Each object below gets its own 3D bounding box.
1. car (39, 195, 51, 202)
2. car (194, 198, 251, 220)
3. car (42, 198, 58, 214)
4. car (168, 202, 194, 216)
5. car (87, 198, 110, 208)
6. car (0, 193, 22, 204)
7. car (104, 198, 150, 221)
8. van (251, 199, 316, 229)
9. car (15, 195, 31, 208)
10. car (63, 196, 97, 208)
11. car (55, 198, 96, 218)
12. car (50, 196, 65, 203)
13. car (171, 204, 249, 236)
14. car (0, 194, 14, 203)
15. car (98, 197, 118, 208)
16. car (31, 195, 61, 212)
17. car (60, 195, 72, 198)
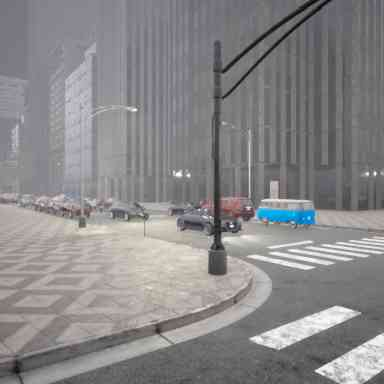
[{"bbox_3d":[-33.981,1.483,76.733,1.752,1.417,4.829,0,0,-35],"label":"car"},{"bbox_3d":[2.769,1.352,26.495,2.192,1.841,5.009,0,0,-36],"label":"car"},{"bbox_3d":[-14.117,1.606,35.135,1.802,1.307,4.206,0,0,-36],"label":"car"},{"bbox_3d":[-0.561,1.600,31.047,1.947,1.339,4.313,0,0,-36],"label":"car"},{"bbox_3d":[-13.884,1.602,49.254,1.802,1.307,4.206,0,0,-36],"label":"car"},{"bbox_3d":[-34.097,1.299,62.443,2.192,1.841,5.009,0,0,-36],"label":"car"},{"bbox_3d":[-5.217,1.536,27.322,1.837,1.490,4.892,0,0,-36],"label":"car"},{"bbox_3d":[6.100,1.379,21.943,1.690,1.788,3.998,0,0,-36],"label":"van"},{"bbox_3d":[-24.108,1.563,48.789,2.008,1.369,4.403,0,0,-36],"label":"car"},{"bbox_3d":[-12.776,1.528,37.685,1.837,1.490,4.892,0,0,-36],"label":"car"},{"bbox_3d":[-10.787,1.572,30.584,1.887,1.381,4.507,0,0,-36],"label":"car"},{"bbox_3d":[-27.305,1.512,67.599,1.752,1.417,4.829,0,0,-36],"label":"car"},{"bbox_3d":[0.903,1.600,18.956,1.994,1.385,4.181,0,0,-36],"label":"car"},{"bbox_3d":[-37.428,1.286,66.995,2.192,1.841,5.009,0,0,-36],"label":"car"},{"bbox_3d":[-10.552,1.464,44.701,1.967,1.590,4.097,0,0,-36],"label":"car"},{"bbox_3d":[-17.448,1.461,39.687,1.967,1.590,4.097,0,0,-36],"label":"car"},{"bbox_3d":[-20.436,1.576,53.368,1.994,1.385,4.181,0,0,-36],"label":"car"}]
